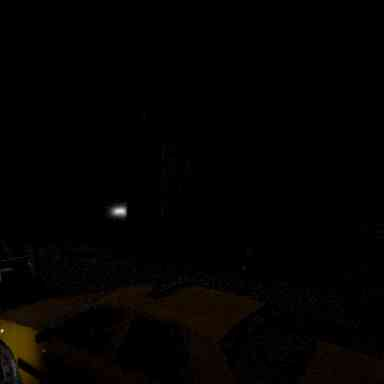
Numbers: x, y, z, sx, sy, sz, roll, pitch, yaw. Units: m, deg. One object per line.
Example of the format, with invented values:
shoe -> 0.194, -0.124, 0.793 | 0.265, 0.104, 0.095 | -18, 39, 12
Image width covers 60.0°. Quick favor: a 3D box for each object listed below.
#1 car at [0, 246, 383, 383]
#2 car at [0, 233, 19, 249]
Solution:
car -> -0.433, 1.524, 3.388 | 4.829, 1.417, 1.752 | 0, 0, 36
car -> -4.791, 1.435, 6.500 | 4.097, 1.590, 1.967 | 0, 0, 36
